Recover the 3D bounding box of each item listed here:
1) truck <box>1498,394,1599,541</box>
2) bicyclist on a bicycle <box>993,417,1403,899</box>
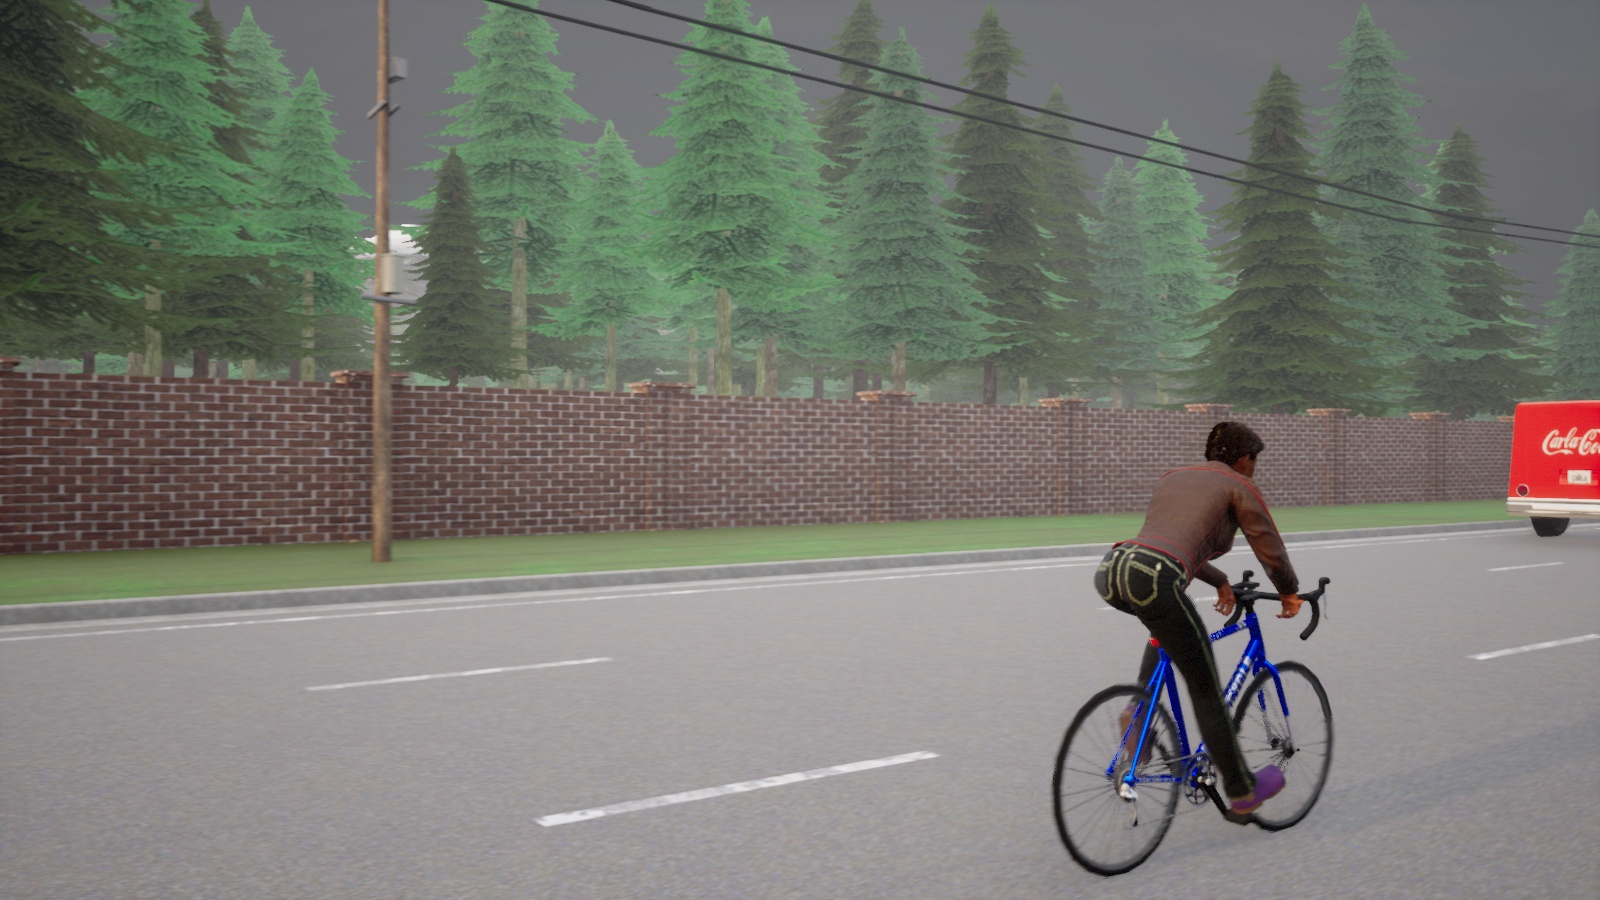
[{"bbox_3d":[15.398,0.299,22.908,5.204,2.467,2.627,0,0,-35],"label":"truck"},{"bbox_3d":[1.538,0.709,4.730,1.656,1.620,0.582,0,0,-35],"label":"bicyclist on a bicycle"}]
